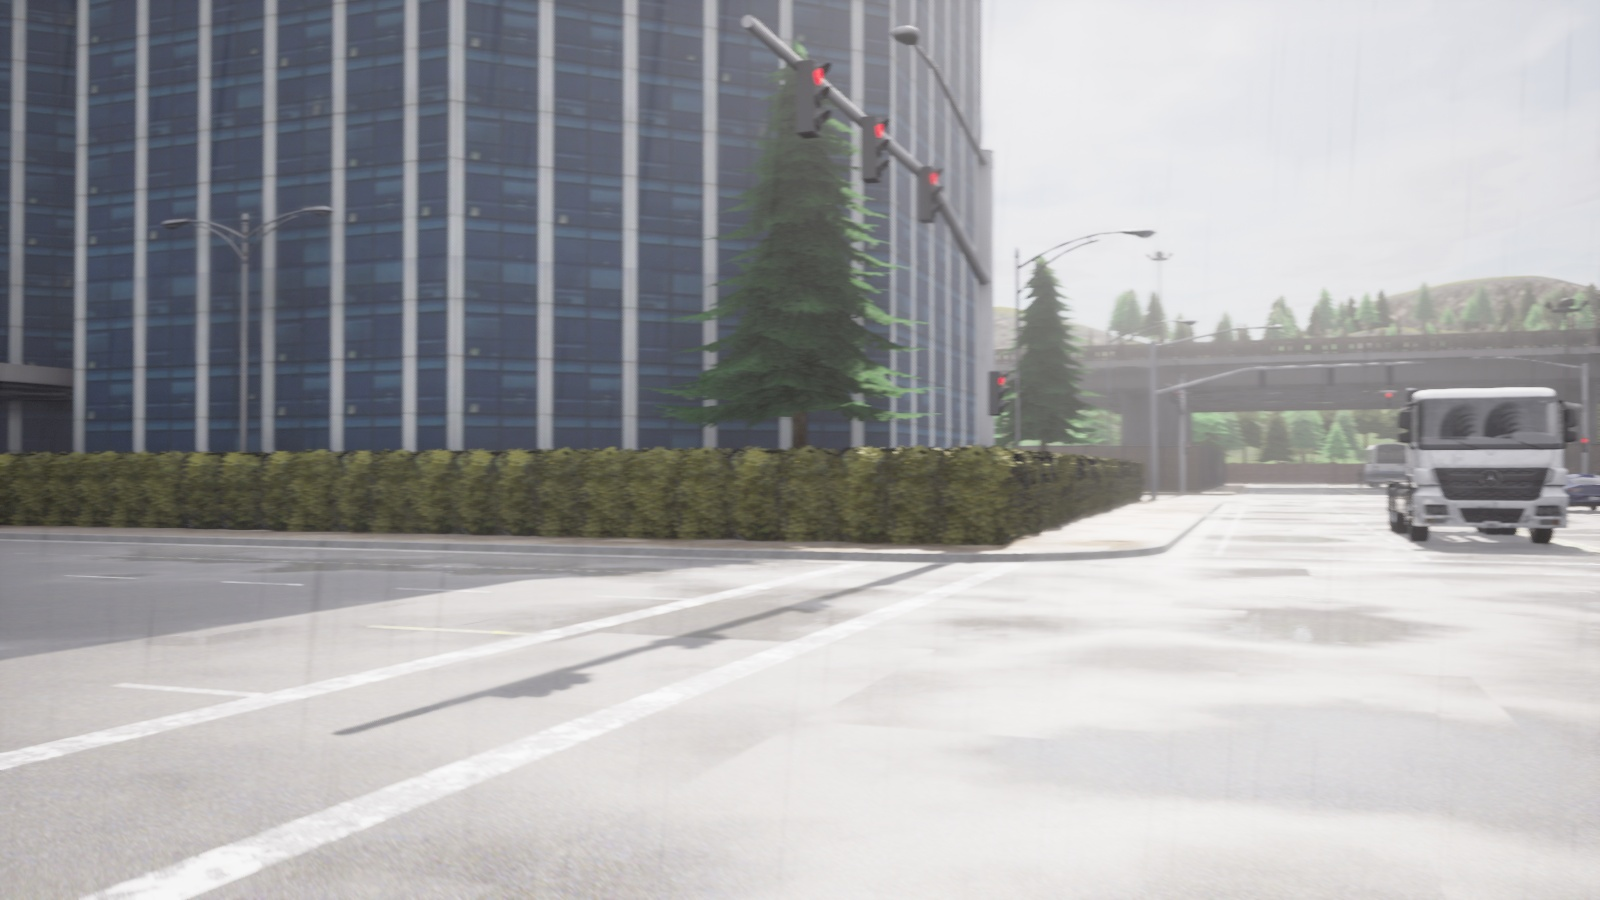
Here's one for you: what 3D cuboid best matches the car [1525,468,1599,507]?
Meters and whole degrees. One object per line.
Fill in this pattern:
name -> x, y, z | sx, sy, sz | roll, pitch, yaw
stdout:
car -> 29.721, 1.429, 48.830 | 1.812, 1.442, 4.674 | -1, -1, 20

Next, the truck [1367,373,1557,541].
truck -> 15.493, 0.217, 30.018 | 2.891, 3.462, 7.936 | -1, -1, 20
